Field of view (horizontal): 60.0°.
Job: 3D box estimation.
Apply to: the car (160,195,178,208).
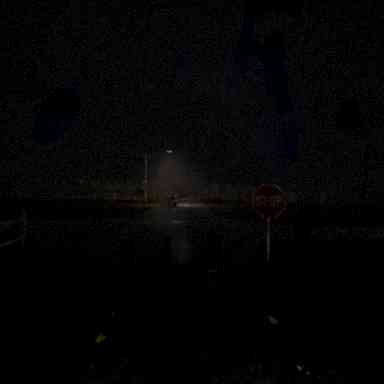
[{"bbox_3d":[-2.687,1.197,39.794,1.837,1.490,4.892,0,2,0],"label":"car"}]
